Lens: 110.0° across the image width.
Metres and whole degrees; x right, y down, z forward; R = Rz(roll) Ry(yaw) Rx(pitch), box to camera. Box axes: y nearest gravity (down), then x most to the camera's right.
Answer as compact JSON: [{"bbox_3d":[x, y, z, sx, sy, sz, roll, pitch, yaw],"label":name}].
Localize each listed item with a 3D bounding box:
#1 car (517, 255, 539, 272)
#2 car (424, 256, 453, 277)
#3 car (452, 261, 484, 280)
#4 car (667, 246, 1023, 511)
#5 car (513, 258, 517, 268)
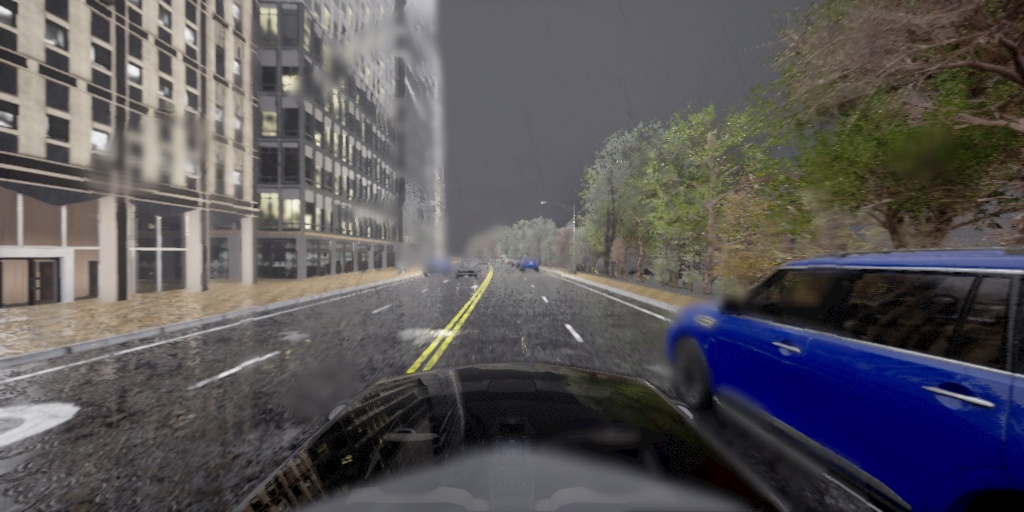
[{"bbox_3d":[2.215,0.953,46.480,2.150,2.045,5.566,0,0,-3],"label":"car"},{"bbox_3d":[-7.181,0.980,35.670,2.150,2.045,5.566,0,0,-2],"label":"car"},{"bbox_3d":[-3.809,1.351,31.722,1.895,1.301,4.718,0,0,-2],"label":"car"},{"bbox_3d":[3.342,0.965,2.905,2.150,2.045,5.566,0,0,0],"label":"car"},{"bbox_3d":[1.635,1.202,57.492,1.882,1.535,5.008,0,0,-3],"label":"car"}]
